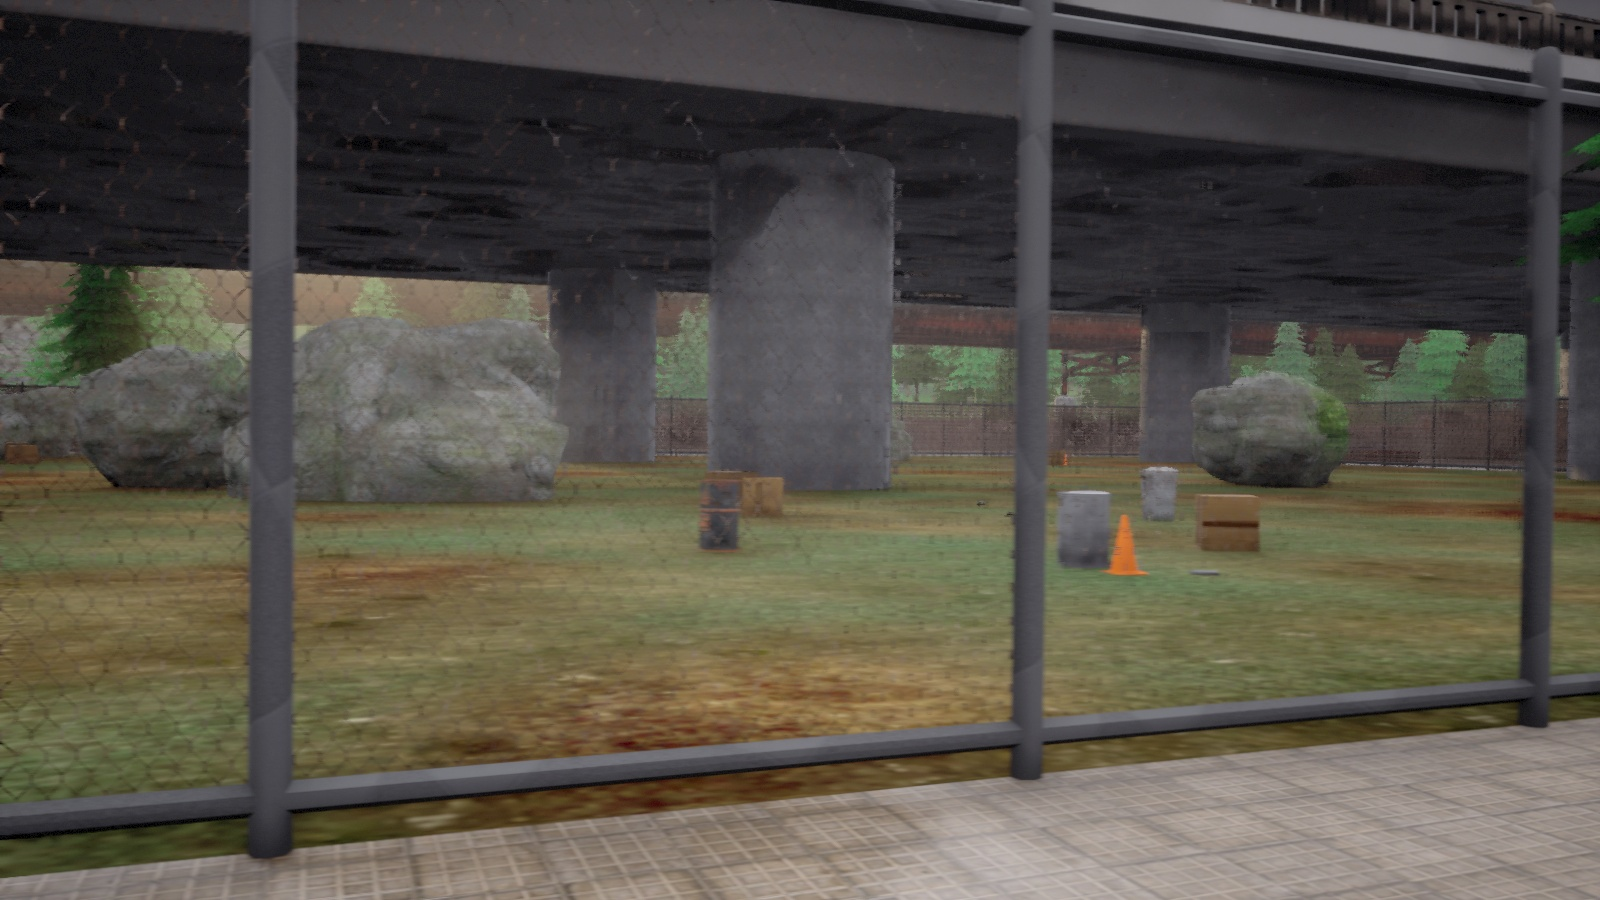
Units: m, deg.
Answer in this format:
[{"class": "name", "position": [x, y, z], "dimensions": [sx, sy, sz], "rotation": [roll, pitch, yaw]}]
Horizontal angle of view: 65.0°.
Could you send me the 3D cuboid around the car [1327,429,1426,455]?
[{"class": "car", "position": [29.950, -0.435, 65.437], "dimensions": [1.895, 1.301, 4.718], "rotation": [-1, 1, -21]}]
